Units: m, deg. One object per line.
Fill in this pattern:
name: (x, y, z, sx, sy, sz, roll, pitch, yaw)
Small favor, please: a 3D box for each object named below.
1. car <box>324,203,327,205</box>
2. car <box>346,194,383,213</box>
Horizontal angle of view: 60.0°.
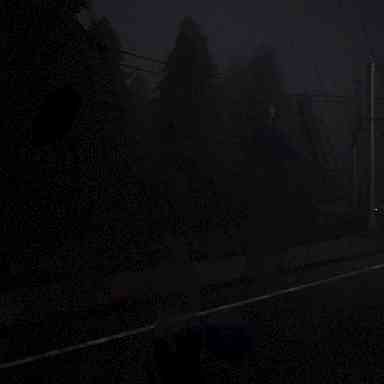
car: (15.246, 1.547, 43.884, 2.033, 1.411, 5.357, 0, 0, -27)
car: (18.050, 1.221, 34.025, 2.150, 2.045, 5.566, 0, 0, -6)
